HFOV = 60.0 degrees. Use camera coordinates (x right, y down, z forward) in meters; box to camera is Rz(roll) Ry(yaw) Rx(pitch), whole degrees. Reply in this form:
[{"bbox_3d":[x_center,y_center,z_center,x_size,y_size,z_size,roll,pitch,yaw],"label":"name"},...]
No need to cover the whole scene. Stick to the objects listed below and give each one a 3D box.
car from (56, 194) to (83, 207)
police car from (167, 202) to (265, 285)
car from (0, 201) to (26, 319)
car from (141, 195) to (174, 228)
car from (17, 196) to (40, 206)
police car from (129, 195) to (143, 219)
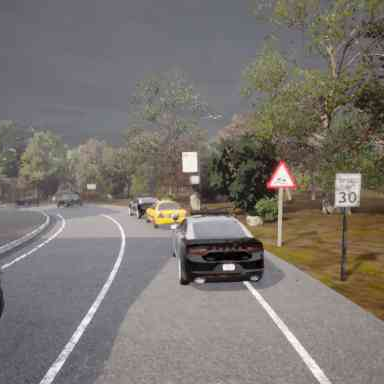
[{"bbox_3d":[-16.492,1.052,44.550,2.097,1.767,4.553,-5,3,-42],"label":"car"},{"bbox_3d":[0.460,1.301,9.409,1.930,1.638,5.238,-1,1,-7],"label":"police car"},{"bbox_3d":[-3.501,1.216,2.195,2.150,2.045,5.566,0,0,-2],"label":"car"},{"bbox_3d":[-1.613,1.167,19.726,1.801,1.575,5.366,-2,1,-16],"label":"car"},{"bbox_3d":[-26.712,1.485,53.802,5.008,1.535,1.882,-2,3,34],"label":"car"},{"bbox_3d":[-3.603,1.060,25.589,1.930,1.638,5.238,-2,1,-21],"label":"police car"}]
